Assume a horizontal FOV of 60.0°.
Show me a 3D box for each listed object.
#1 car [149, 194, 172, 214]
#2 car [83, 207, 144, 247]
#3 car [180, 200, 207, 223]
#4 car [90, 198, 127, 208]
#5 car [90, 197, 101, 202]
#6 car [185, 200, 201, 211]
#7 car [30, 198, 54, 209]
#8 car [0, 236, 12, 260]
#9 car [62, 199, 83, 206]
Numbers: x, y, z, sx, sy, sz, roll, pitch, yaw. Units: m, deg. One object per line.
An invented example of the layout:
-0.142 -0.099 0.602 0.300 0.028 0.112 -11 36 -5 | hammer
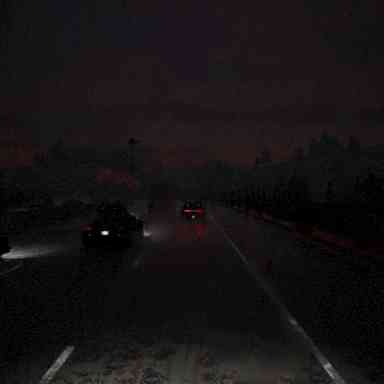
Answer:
-3.400 1.271 36.449 2.150 2.045 5.566 0 0 0 | car
-3.401 1.573 15.006 1.994 1.385 4.181 0 0 0 | car
0.100 1.516 25.362 2.128 1.511 4.902 0 0 0 | car
-6.899 1.524 29.155 2.128 1.511 4.902 0 0 0 | car
-14.184 1.603 50.482 1.837 1.490 4.892 0 -1 -1 | car
0.100 1.671 42.951 1.895 1.301 4.718 0 0 0 | car
-21.125 1.610 47.147 1.812 1.442 4.674 0 0 0 | car
-6.900 1.551 8.563 2.033 1.411 5.357 0 0 0 | car
-17.663 1.656 49.239 1.994 1.385 4.181 0 0 -1 | car
